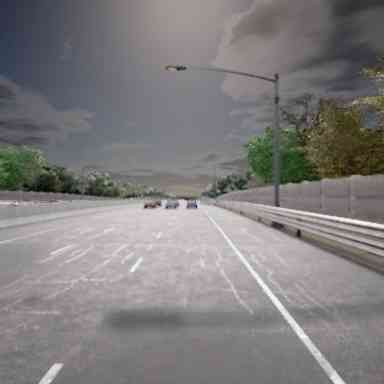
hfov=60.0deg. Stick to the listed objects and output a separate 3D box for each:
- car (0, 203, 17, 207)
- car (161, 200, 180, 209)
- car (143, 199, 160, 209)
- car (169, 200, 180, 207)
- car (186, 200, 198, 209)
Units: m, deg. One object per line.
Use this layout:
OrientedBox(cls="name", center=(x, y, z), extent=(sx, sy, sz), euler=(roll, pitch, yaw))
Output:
OrientedBox(cls="car", center=(-17.580, 1.715, 30.770), extent=(1.812, 1.442, 4.674), euler=(0, -1, 0))
OrientedBox(cls="car", center=(-3.496, 2.104, 55.706), extent=(2.033, 1.411, 5.357), euler=(0, -1, 0))
OrientedBox(cls="car", center=(-6.996, 2.165, 56.185), extent=(1.895, 1.301, 4.718), euler=(0, -1, 0))
OrientedBox(cls="car", center=(-3.495, 2.291, 66.157), extent=(1.994, 1.385, 4.181), euler=(0, -1, 0))
OrientedBox(cls="car", center=(0.004, 2.090, 56.156), extent=(1.812, 1.442, 4.674), euler=(0, -1, 0))
